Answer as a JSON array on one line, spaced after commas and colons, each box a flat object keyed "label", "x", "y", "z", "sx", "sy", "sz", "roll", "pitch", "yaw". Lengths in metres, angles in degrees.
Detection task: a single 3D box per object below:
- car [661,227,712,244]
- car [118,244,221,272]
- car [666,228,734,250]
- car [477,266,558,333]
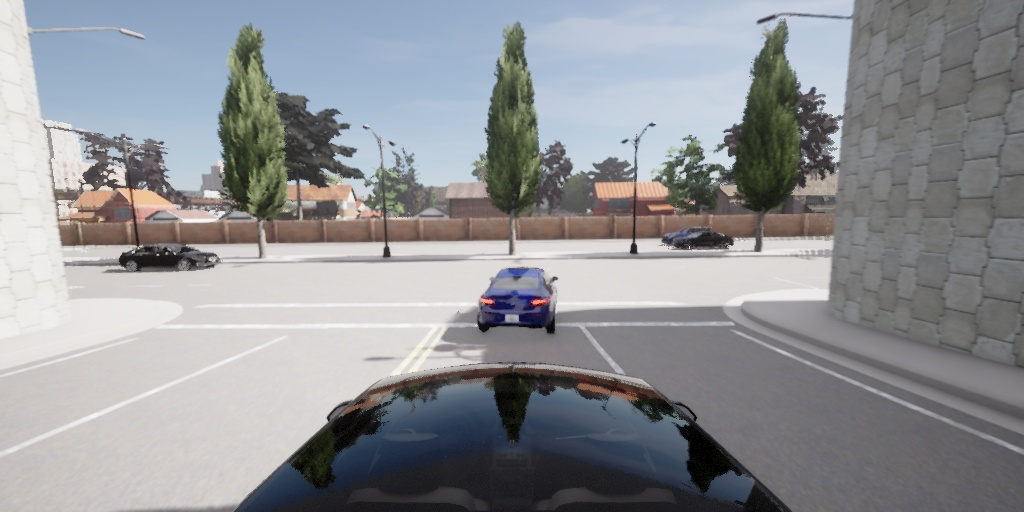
[{"label": "car", "x": 16.095, "y": -1.867, "z": 32.588, "sx": 4.553, "sy": 1.767, "sz": 2.097, "roll": -1, "pitch": 6, "yaw": 0}, {"label": "car", "x": -19.724, "y": 0.063, "z": 20.754, "sx": 4.892, "sy": 1.490, "sz": 1.837, "roll": -1, "pitch": 6, "yaw": 0}, {"label": "car", "x": 15.437, "y": -1.290, "z": 29.127, "sx": 4.674, "sy": 1.442, "sz": 1.812, "roll": -1, "pitch": 6, "yaw": 0}, {"label": "car", "x": 0.280, "y": 1.003, "z": 9.852, "sx": 1.812, "sy": 1.442, "sz": 4.674, "roll": 0, "pitch": 4, "yaw": 7}]
